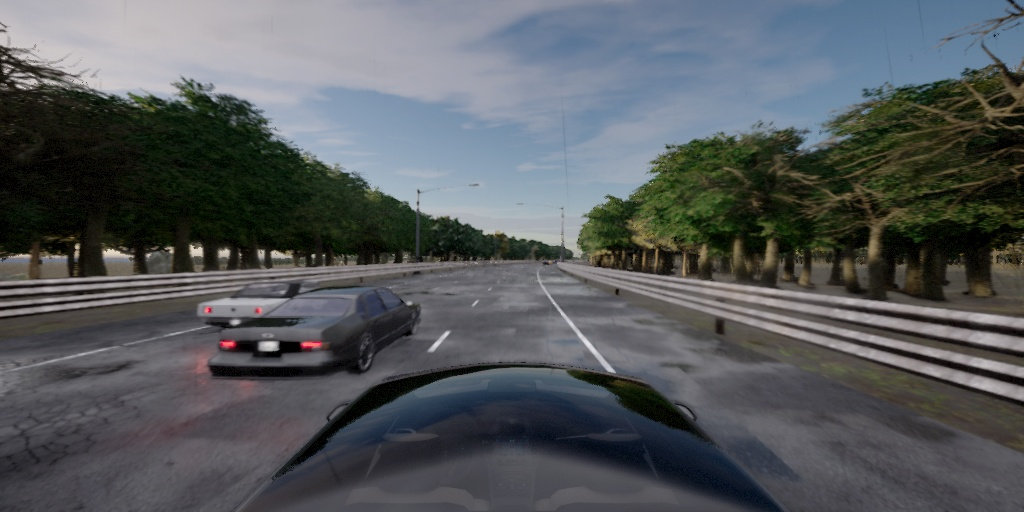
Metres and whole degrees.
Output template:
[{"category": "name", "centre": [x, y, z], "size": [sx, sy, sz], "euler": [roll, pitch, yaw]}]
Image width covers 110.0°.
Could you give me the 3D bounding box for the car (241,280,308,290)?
[{"category": "car", "centre": [-6.832, 1.390, 11.135], "size": [1.895, 1.301, 4.718], "euler": [0, 0, 1]}]

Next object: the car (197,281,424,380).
[{"category": "car", "centre": [-3.376, 1.324, 7.510], "size": [2.033, 1.411, 5.357], "euler": [0, 0, 0]}]
